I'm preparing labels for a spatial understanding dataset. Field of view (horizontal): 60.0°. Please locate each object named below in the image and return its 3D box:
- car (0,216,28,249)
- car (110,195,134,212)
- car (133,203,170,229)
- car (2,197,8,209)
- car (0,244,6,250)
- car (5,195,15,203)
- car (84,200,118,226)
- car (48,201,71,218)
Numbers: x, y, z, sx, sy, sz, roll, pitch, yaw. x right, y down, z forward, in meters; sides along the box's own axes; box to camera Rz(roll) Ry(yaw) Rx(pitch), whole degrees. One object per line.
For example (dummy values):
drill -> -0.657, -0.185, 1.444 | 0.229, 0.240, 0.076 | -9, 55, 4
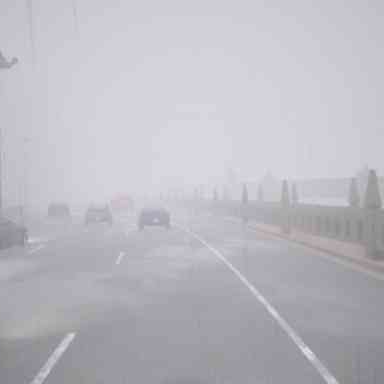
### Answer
car -> -8.093, 1.634, 13.143 | 1.994, 1.385, 4.181 | 0, 0, -8
car -> -8.579, 1.353, 40.556 | 2.150, 2.045, 5.566 | 0, 0, -23
car -> -2.651, 1.538, 22.101 | 1.882, 1.535, 5.008 | 0, 0, -12
car -> -24.747, 1.769, 41.887 | 1.837, 1.490, 4.892 | 0, 0, -26
car -> -3.603, 1.525, 2.368 | 1.837, 1.490, 4.892 | 0, 0, -1
car -> -42.817, 1.626, 78.118 | 2.150, 2.045, 5.566 | 0, -1, -27
car -> -6.745, 1.581, 24.202 | 2.128, 1.511, 4.902 | 0, 0, -14
car -> -12.928, 1.627, 32.489 | 1.882, 1.535, 5.008 | 0, 0, -19
